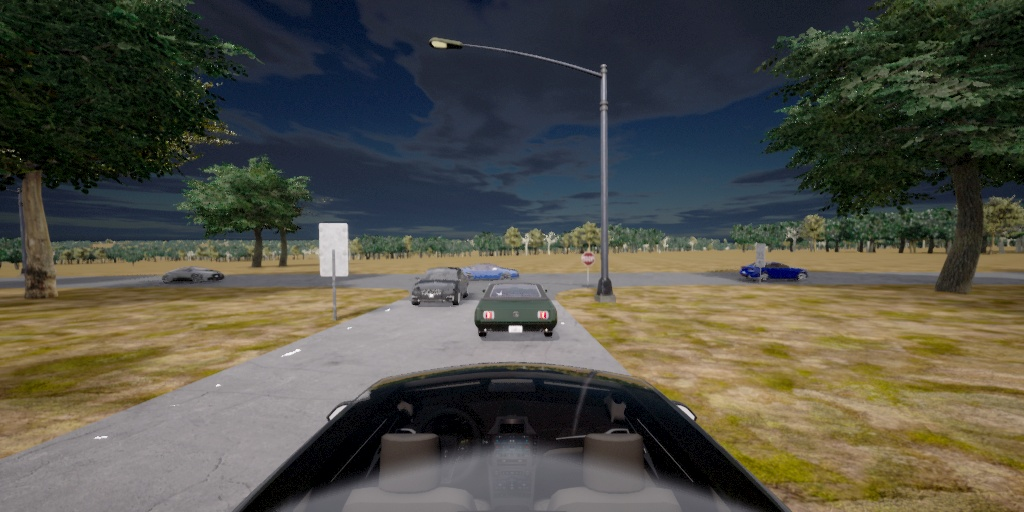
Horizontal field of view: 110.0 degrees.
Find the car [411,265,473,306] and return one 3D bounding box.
[{"bbox_3d":[-3.028,1.248,15.827,1.837,1.490,4.892,0,0,0],"label":"car"}]

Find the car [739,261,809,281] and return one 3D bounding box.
[{"bbox_3d":[21.340,1.188,29.268,5.008,1.535,1.882,0,2,-1],"label":"car"}]

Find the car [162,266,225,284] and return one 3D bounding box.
[{"bbox_3d":[-26.822,1.547,30.266,4.181,1.385,1.994,-1,2,4],"label":"car"}]

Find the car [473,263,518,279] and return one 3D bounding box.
[{"bbox_3d":[-2.084,1.281,29.190,5.357,1.411,2.033,0,0,1],"label":"car"}]

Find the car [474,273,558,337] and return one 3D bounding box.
[{"bbox_3d":[0.083,1.340,10.195,1.895,1.301,4.718,0,0,0],"label":"car"}]
